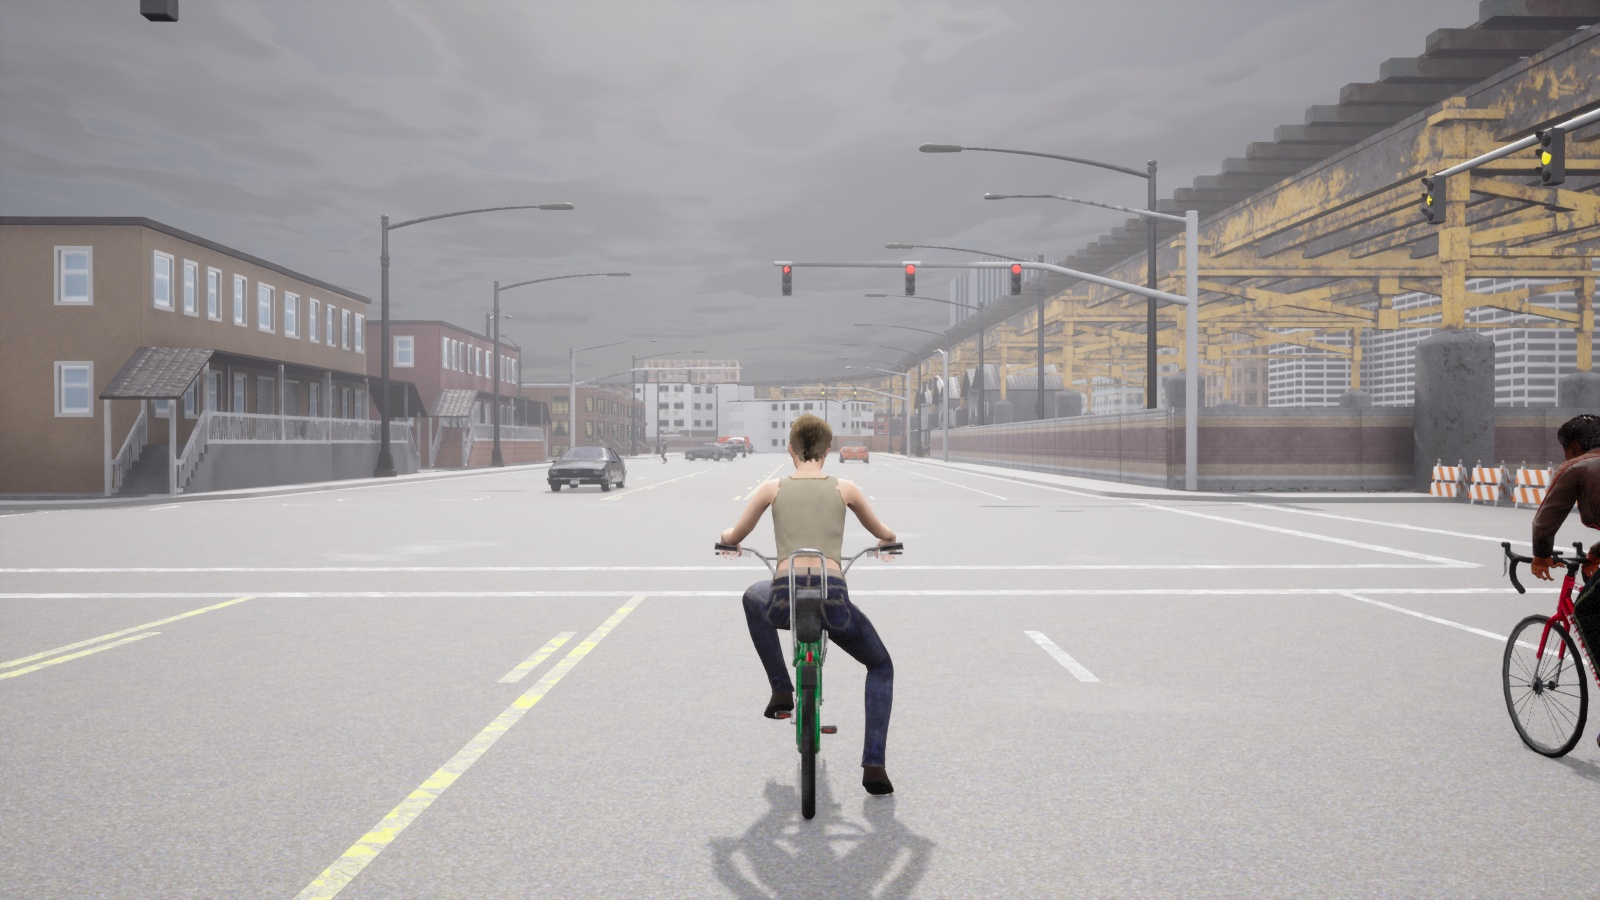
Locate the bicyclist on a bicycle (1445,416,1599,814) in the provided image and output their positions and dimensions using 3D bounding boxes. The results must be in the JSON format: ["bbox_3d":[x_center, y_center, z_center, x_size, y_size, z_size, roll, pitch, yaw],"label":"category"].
[{"bbox_3d":[3.545,0.671,5.511,0.582,1.620,1.656,0,0,0],"label":"bicyclist on a bicycle"}]

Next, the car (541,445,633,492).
[{"bbox_3d":[-6.773,0.560,40.534,2.033,1.411,5.357,0,0,0],"label":"car"}]

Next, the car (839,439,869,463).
[{"bbox_3d":[4.006,0.078,93.888,2.097,1.767,4.553,0,0,0],"label":"car"}]

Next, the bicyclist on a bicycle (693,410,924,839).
[{"bbox_3d":[0.038,0.652,5.474,0.866,1.612,1.509,0,0,0],"label":"bicyclist on a bicycle"}]
